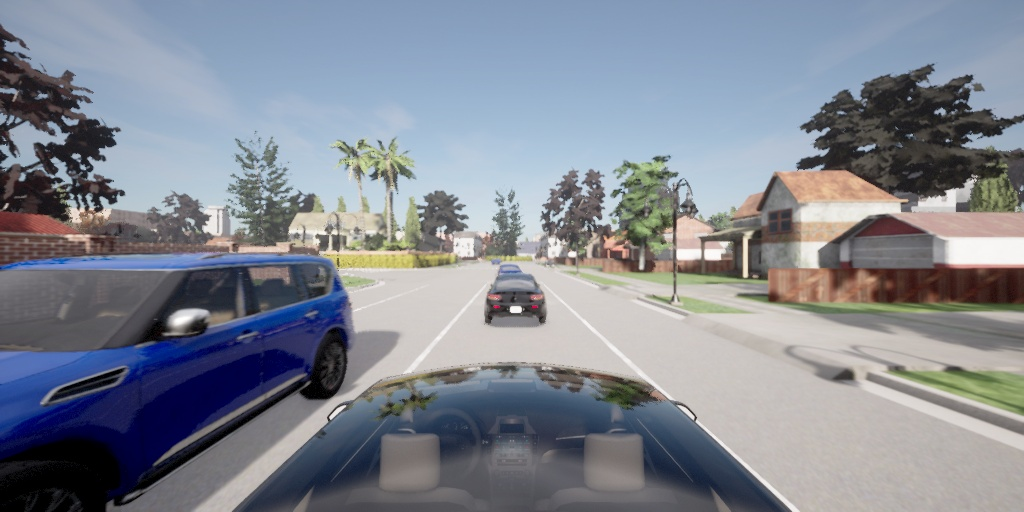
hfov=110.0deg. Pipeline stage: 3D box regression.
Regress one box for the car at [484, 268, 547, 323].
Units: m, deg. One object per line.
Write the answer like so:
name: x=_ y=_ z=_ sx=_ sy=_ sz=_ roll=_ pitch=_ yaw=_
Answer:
car: x=0.106 y=1.276 z=11.933 sx=1.812 sy=1.442 sz=4.674 roll=0 pitch=0 yaw=0

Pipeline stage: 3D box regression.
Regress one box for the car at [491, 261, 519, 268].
car: x=-0.232 y=1.276 z=24.620 sx=1.812 sy=1.442 sz=4.674 roll=0 pitch=0 yaw=-5

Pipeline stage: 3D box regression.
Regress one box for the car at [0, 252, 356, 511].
car: x=-3.589 y=0.972 z=3.566 sx=2.150 sy=2.045 sz=5.566 roll=0 pitch=0 yaw=0
